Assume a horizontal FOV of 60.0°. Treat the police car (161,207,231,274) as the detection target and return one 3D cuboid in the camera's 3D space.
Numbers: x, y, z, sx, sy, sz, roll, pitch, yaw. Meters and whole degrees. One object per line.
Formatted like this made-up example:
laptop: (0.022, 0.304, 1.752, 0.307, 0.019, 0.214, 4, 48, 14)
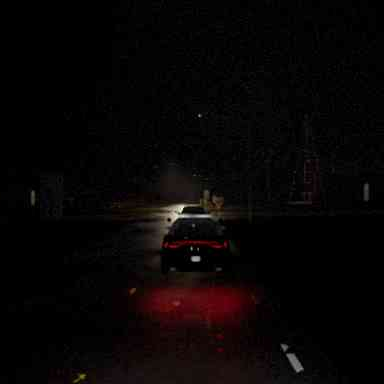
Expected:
police car: (0.096, 1.493, 10.869, 1.930, 1.638, 5.238, 0, -1, 0)
